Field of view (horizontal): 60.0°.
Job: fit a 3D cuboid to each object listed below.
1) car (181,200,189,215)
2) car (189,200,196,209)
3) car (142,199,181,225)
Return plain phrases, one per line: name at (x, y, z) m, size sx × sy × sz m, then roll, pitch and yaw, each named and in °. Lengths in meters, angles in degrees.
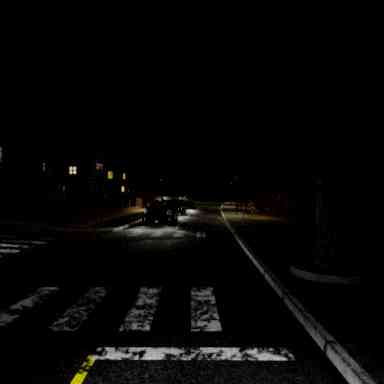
car at (-1.650, 1.558, 34.292) m, size 1.837 × 1.490 × 4.892 m, roll 0°, pitch 0°, yaw 4°
car at (-0.624, 1.731, 47.020) m, size 1.895 × 1.301 × 4.718 m, roll 0°, pitch 0°, yaw 6°
car at (-2.233, 1.370, 24.175) m, size 2.097 × 1.767 × 4.553 m, roll 0°, pitch 0°, yaw 3°
